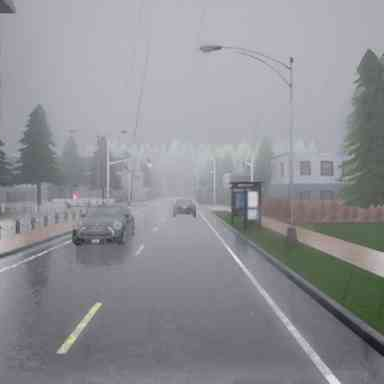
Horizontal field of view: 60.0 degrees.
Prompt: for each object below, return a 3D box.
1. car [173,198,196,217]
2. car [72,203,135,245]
[{"bbox_3d":[-0.701,1.385,31.422,2.097,1.767,4.553,0,0,-1],"label":"car"},{"bbox_3d":[-3.932,1.368,15.469,2.097,1.767,4.553,0,0,-3],"label":"car"}]
